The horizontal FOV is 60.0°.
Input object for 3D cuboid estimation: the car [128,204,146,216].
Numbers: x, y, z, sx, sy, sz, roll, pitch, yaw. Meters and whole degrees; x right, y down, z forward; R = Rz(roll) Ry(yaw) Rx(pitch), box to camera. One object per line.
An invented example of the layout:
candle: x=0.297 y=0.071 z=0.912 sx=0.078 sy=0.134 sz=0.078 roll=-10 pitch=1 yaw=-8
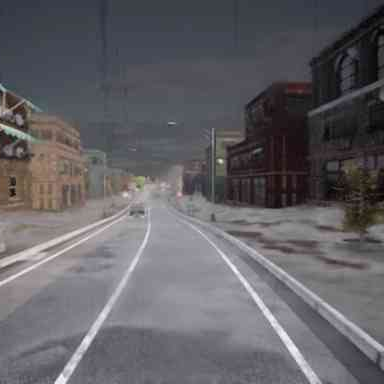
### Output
car: x=-7.153 y=2.309 z=43.483 sx=1.837 sy=1.490 sz=4.892 roll=0 pitch=-2 yaw=-7
